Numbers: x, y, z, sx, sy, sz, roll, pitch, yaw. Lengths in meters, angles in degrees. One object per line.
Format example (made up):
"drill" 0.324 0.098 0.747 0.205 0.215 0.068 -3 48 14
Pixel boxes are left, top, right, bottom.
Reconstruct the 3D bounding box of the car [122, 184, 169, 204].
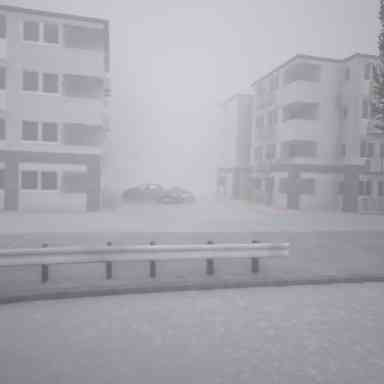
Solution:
"car" -3.997 0.028 28.013 3.633 1.501 1.845 2 3 -2

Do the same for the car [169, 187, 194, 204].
"car" -1.215 0.194 28.286 1.853 1.218 4.536 3 3 16

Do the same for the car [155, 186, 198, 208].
"car" -1.206 0.350 28.343 2.038 1.542 4.974 3 3 16
